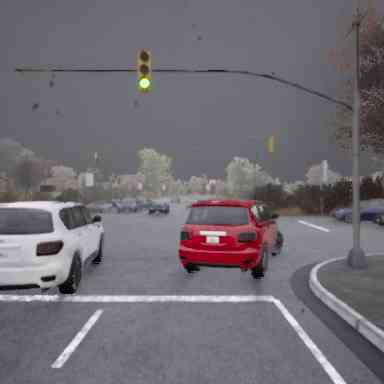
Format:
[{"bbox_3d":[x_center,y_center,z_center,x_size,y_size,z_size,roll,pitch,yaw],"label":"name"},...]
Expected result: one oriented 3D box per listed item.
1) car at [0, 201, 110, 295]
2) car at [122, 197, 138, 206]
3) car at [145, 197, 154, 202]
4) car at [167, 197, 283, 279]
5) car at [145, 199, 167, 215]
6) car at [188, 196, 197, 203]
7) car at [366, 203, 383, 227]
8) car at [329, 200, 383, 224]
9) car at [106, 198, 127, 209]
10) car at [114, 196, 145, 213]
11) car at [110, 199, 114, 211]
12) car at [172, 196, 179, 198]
[{"bbox_3d":[-3.768,1.238,8.789,2.150,2.045,5.566,0,0,-6],"label":"car"},{"bbox_3d":[-10.488,1.660,56.816,1.994,1.385,4.181,0,0,0],"label":"car"},{"bbox_3d":[-7.044,1.431,46.761,2.097,1.767,4.553,0,0,0],"label":"car"},{"bbox_3d":[1.433,1.240,10.496,2.150,2.045,5.566,-1,0,20],"label":"car"},{"bbox_3d":[-3.393,1.660,35.036,1.895,1.301,4.718,0,0,0],"label":"car"},{"bbox_3d":[0.032,1.679,74.571,1.994,1.385,4.181,0,0,0],"label":"car"},{"bbox_3d":[13.781,1.600,20.980,4.181,1.385,1.994,0,0,3],"label":"car"},{"bbox_3d":[12.637,1.394,24.551,4.553,1.767,2.097,0,0,3],"label":"car"},{"bbox_3d":[-10.536,1.643,46.745,1.994,1.385,4.181,0,0,1],"label":"car"},{"bbox_3d":[-7.067,1.416,37.877,2.097,1.767,4.553,0,0,0],"label":"car"},{"bbox_3d":[-10.599,1.665,37.939,1.895,1.301,4.718,0,0,1],"label":"car"},{"bbox_3d":[-3.481,1.636,69.875,2.128,1.511,4.902,0,0,0],"label":"car"}]
